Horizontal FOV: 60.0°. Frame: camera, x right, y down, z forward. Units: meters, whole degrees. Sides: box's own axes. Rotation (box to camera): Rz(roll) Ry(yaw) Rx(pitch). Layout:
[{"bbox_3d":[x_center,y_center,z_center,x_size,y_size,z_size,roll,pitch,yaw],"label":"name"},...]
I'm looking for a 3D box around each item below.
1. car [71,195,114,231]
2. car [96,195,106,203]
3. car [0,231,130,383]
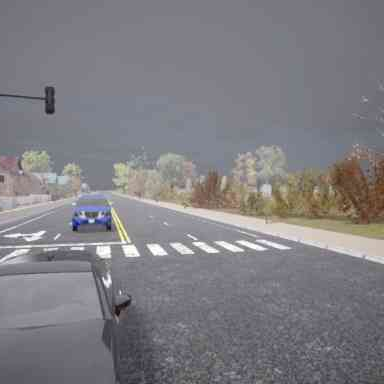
[{"bbox_3d":[-6.112,1.214,20.595,2.150,2.045,5.566,0,0,-15],"label":"car"},{"bbox_3d":[-18.342,1.445,66.900,1.837,1.490,4.892,0,0,-15],"label":"car"},{"bbox_3d":[-1.746,1.525,3.976,1.812,1.442,4.674,0,0,-12],"label":"car"}]
